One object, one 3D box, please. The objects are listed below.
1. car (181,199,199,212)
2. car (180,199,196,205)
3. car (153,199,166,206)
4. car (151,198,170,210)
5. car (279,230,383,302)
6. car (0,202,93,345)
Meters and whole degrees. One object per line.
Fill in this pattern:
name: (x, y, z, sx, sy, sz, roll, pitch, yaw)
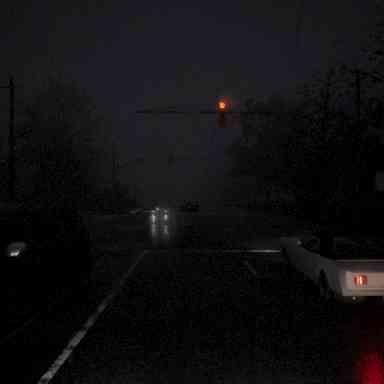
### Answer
car: (-0.237, 1.510, 38.586, 1.882, 1.535, 5.008, 0, 0, 1)
car: (-0.914, 2.132, 71.899, 2.033, 1.411, 5.357, 0, -1, -16)
car: (-6.185, 1.978, 62.524, 1.994, 1.385, 4.181, 0, -1, -10)
car: (-4.075, 1.596, 42.810, 1.812, 1.442, 4.674, 0, -1, -3)
car: (3.589, 1.601, 8.196, 1.895, 1.301, 4.718, 0, 0, 0)
car: (-3.374, 1.221, 5.264, 2.150, 2.045, 5.566, 0, 0, 3)
